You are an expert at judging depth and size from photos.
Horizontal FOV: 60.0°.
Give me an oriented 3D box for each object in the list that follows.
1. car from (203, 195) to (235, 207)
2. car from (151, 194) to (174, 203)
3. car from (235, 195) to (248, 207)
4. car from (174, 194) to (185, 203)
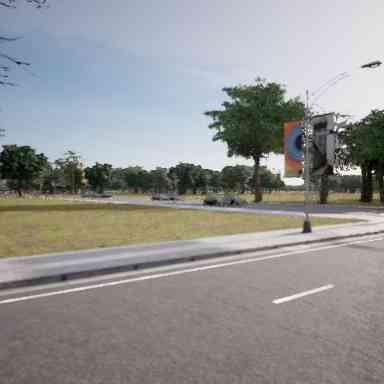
[{"bbox_3d":[3.565,1.266,48.521,2.097,1.767,4.553,0,0,-36],"label":"car"},{"bbox_3d":[-5.860,1.071,61.598,1.882,1.535,5.008,0,0,-36],"label":"car"},{"bbox_3d":[6.312,1.269,50.279,2.097,1.767,4.553,0,0,-36],"label":"car"},{"bbox_3d":[-3.233,1.209,63.512,2.128,1.511,4.902,0,0,-36],"label":"car"}]
